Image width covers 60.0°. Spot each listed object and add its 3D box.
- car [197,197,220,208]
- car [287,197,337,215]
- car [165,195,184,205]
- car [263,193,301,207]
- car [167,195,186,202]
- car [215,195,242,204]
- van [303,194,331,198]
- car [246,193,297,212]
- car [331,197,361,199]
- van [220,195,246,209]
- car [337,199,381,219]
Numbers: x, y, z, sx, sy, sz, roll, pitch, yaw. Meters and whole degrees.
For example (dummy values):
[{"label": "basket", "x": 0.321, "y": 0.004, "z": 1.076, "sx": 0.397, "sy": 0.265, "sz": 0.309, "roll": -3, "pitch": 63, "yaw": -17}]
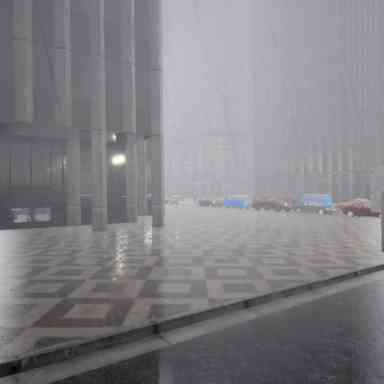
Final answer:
[{"label": "car", "x": 2.581, "y": 1.366, "z": 46.843, "sx": 1.967, "sy": 1.590, "sz": 4.097, "roll": -1, "pitch": 1, "yaw": -36}, {"label": "car", "x": 12.235, "y": 1.544, "z": 33.369, "sx": 2.008, "sy": 1.369, "sz": 4.403, "roll": -1, "pitch": 1, "yaw": -36}, {"label": "car", "x": -3.853, "y": 1.434, "z": 55.828, "sx": 2.008, "sy": 1.369, "sz": 4.403, "roll": -1, "pitch": 1, "yaw": -36}, {"label": "car", "x": 12.741, "y": 1.123, "z": 47.306, "sx": 2.192, "sy": 1.841, "sz": 5.009, "roll": -1, "pitch": 1, "yaw": -36}, {"label": "car", "x": -3.335, "y": 1.251, "z": 69.771, "sx": 2.008, "sy": 1.369, "sz": 4.403, "roll": -1, "pitch": 1, "yaw": -36}, {"label": "car", "x": 6.213, "y": 1.290, "z": 56.431, "sx": 1.752, "sy": 1.417, "sz": 4.829, "roll": -1, "pitch": 1, "yaw": -36}, {"label": "van", "x": 15.957, "y": 1.171, "z": 42.813, "sx": 1.690, "sy": 1.788, "sz": 3.998, "roll": -1, "pitch": 1, "yaw": -36}, {"label": "car", "x": 9.015, "y": 1.285, "z": 37.858, "sx": 2.192, "sy": 1.841, "sz": 5.009, "roll": -1, "pitch": 1, "yaw": -36}, {"label": "car", "x": 19.075, "y": 1.378, "z": 38.461, "sx": 1.752, "sy": 1.417, "sz": 4.829, "roll": -1, "pitch": 1, "yaw": -36}, {"label": "van", "x": 5.797, "y": 1.289, "z": 42.351, "sx": 1.690, "sy": 1.788, "sz": 3.998, "roll": -1, "pitch": 1, "yaw": -36}, {"label": "car", "x": 15.452, "y": 1.561, "z": 28.877, "sx": 1.887, "sy": 1.381, "sz": 4.507, "roll": -1, "pitch": 1, "yaw": -36}]
